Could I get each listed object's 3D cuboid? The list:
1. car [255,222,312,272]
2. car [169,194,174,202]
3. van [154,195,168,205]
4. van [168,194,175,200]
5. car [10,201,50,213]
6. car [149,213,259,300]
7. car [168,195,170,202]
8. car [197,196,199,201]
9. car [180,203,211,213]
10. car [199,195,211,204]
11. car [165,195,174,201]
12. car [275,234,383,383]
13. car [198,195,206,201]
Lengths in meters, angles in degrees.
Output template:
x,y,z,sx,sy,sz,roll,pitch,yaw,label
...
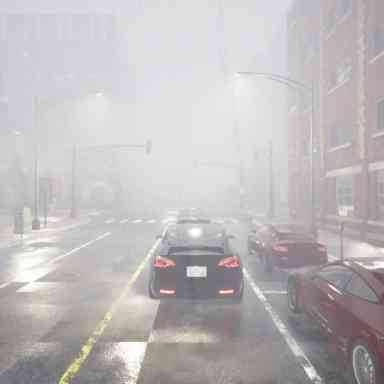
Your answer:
x,y,z,sx,sy,sz,roll,pitch,yaw,label
2.818,1.585,10.407,1.802,1.307,4.206,1,0,0,car
-5.821,1.607,76.640,1.802,1.307,4.206,1,0,0,car
-5.786,1.359,59.684,1.690,1.788,3.998,1,0,0,van
-5.848,1.376,93.598,1.690,1.788,3.998,1,0,0,van
-18.782,1.730,38.750,4.313,1.339,1.947,0,-1,0,car
0.085,1.506,8.449,2.163,1.488,4.792,0,0,0,car
-5.800,1.603,65.336,1.802,1.307,4.206,1,0,0,car
2.550,1.573,82.270,1.887,1.381,4.507,1,0,0,car
0.068,1.552,17.721,2.033,1.411,5.357,0,0,-1,car
2.591,1.544,59.830,1.752,1.417,4.829,1,0,0,car
-5.841,1.582,87.945,2.008,1.369,4.403,1,0,0,car
2.659,1.583,4.751,1.802,1.307,4.206,1,0,0,car
2.539,1.597,87.921,1.947,1.339,4.313,1,0,0,car
